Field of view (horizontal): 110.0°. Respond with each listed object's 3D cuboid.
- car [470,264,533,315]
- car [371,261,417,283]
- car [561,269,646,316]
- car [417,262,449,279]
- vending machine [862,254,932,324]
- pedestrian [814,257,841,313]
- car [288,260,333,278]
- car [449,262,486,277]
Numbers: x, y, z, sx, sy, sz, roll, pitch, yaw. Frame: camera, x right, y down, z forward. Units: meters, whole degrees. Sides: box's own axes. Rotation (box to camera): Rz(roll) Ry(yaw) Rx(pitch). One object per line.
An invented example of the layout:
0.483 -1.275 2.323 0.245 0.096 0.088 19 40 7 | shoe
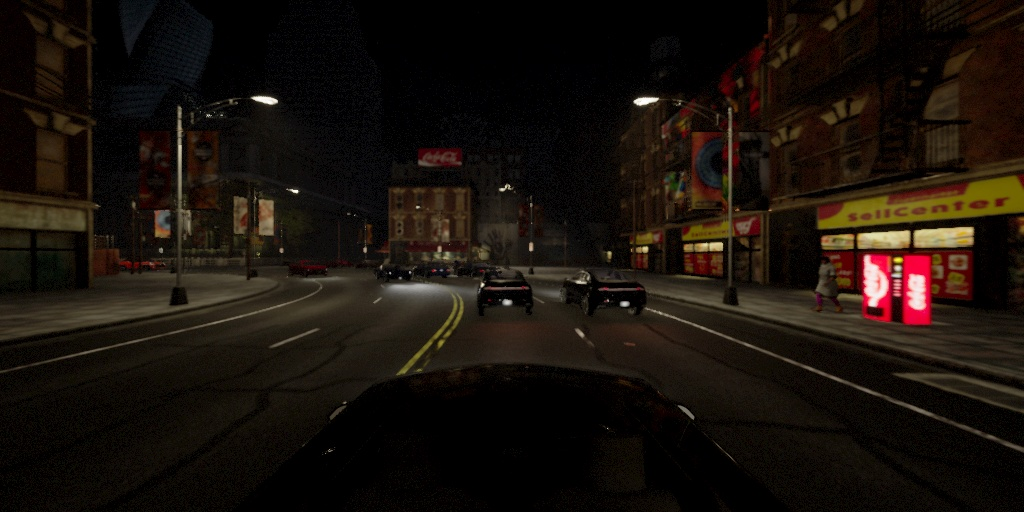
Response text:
-0.415 1.216 13.493 2.128 1.511 4.902 0 0 -6 | car
-9.240 1.292 27.732 1.895 1.301 4.718 0 0 -33 | car
3.148 1.216 13.191 2.128 1.511 4.902 0 0 -6 | car
-7.309 1.230 31.572 2.033 1.411 5.357 0 0 -36 | car
10.876 0.926 10.178 1.100 2.100 0.880 0 0 -1 | vending machine
10.158 0.869 11.551 0.375 1.860 0.375 0 0 -3 | pedestrian
-18.991 1.156 33.343 5.008 1.535 1.882 0 0 38 | car
-3.287 1.229 31.821 2.033 1.411 5.357 0 0 -33 | car
